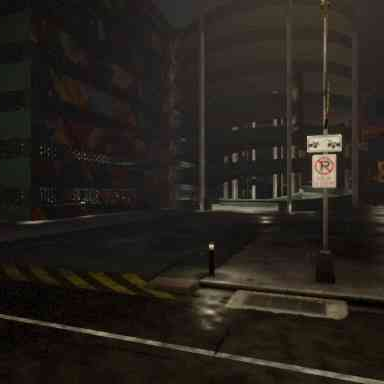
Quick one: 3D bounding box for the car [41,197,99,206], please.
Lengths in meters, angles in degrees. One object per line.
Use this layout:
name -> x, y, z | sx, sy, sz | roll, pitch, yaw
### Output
car -> -11.903, 1.320, 32.363 | 4.674, 1.452, 2.002 | 0, 0, 20

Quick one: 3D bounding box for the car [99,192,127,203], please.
car -> -14.639, 1.028, 61.114 | 5.566, 2.045, 2.435 | 0, 0, 20

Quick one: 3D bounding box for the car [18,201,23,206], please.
car -> -20.326, 1.463, 43.492 | 4.718, 1.301, 1.895 | 0, 0, 20
